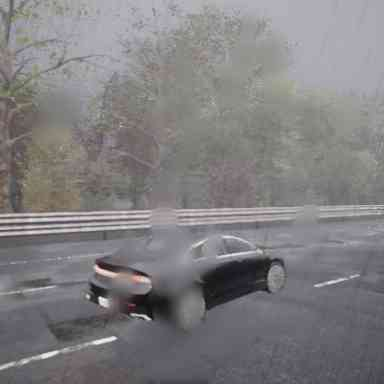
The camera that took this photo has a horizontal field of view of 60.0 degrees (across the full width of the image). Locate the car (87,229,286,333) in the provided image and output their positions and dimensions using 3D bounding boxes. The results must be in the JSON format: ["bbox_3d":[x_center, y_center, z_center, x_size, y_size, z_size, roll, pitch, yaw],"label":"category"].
[{"bbox_3d":[0.255,1.545,6.999,2.128,1.511,4.902,0,-1,41],"label":"car"}]
